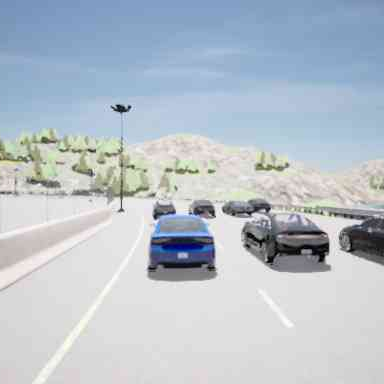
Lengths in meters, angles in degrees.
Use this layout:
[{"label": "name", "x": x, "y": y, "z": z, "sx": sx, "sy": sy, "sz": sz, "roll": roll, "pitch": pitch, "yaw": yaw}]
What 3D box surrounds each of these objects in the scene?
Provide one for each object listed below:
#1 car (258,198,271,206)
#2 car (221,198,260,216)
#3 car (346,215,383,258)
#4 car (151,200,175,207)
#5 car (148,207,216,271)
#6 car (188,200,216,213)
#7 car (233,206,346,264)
[{"label": "car", "x": 6.900, "y": 1.446, "z": 36.042, "sx": 1.837, "sy": 1.490, "sz": 4.892, "roll": 0, "pitch": 0, "yaw": -11}, {"label": "car", "x": 4.216, "y": 1.500, "z": 31.473, "sx": 2.033, "sy": 1.411, "sz": 5.357, "roll": 0, "pitch": 0, "yaw": -10}, {"label": "car", "x": 6.623, "y": 1.477, "z": 10.772, "sx": 1.837, "sy": 1.490, "sz": 4.892, "roll": 0, "pitch": 0, "yaw": -4}, {"label": "car", "x": -2.482, "y": 1.462, "z": 28.959, "sx": 2.128, "sy": 1.511, "sz": 4.902, "roll": 0, "pitch": 0, "yaw": -9}, {"label": "car", "x": -0.389, "y": 1.465, "z": 10.920, "sx": 1.882, "sy": 1.535, "sz": 5.008, "roll": 0, "pitch": 0, "yaw": -4}, {"label": "car", "x": 0.835, "y": 1.467, "z": 30.337, "sx": 1.837, "sy": 1.490, "sz": 4.892, "roll": 0, "pitch": 0, "yaw": -10}, {"label": "car", "x": 3.055, "y": 1.470, "z": 11.760, "sx": 2.128, "sy": 1.511, "sz": 4.902, "roll": 0, "pitch": 0, "yaw": -4}]
